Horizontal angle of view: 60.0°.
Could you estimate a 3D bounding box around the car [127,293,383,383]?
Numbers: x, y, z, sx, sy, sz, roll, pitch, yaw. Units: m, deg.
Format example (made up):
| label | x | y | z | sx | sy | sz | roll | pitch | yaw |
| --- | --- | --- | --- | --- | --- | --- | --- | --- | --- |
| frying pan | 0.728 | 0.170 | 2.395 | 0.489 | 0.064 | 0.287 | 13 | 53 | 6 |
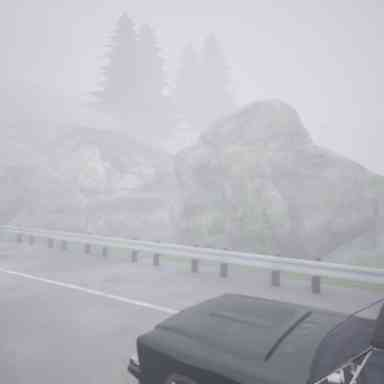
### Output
| label | x | y | z | sx | sy | sz | roll | pitch | yaw |
| --- | --- | --- | --- | --- | --- | --- | --- | --- | --- |
| car | 1.702 | 1.593 | 2.695 | 4.718 | 1.301 | 1.895 | 0 | 0 | 35 |
